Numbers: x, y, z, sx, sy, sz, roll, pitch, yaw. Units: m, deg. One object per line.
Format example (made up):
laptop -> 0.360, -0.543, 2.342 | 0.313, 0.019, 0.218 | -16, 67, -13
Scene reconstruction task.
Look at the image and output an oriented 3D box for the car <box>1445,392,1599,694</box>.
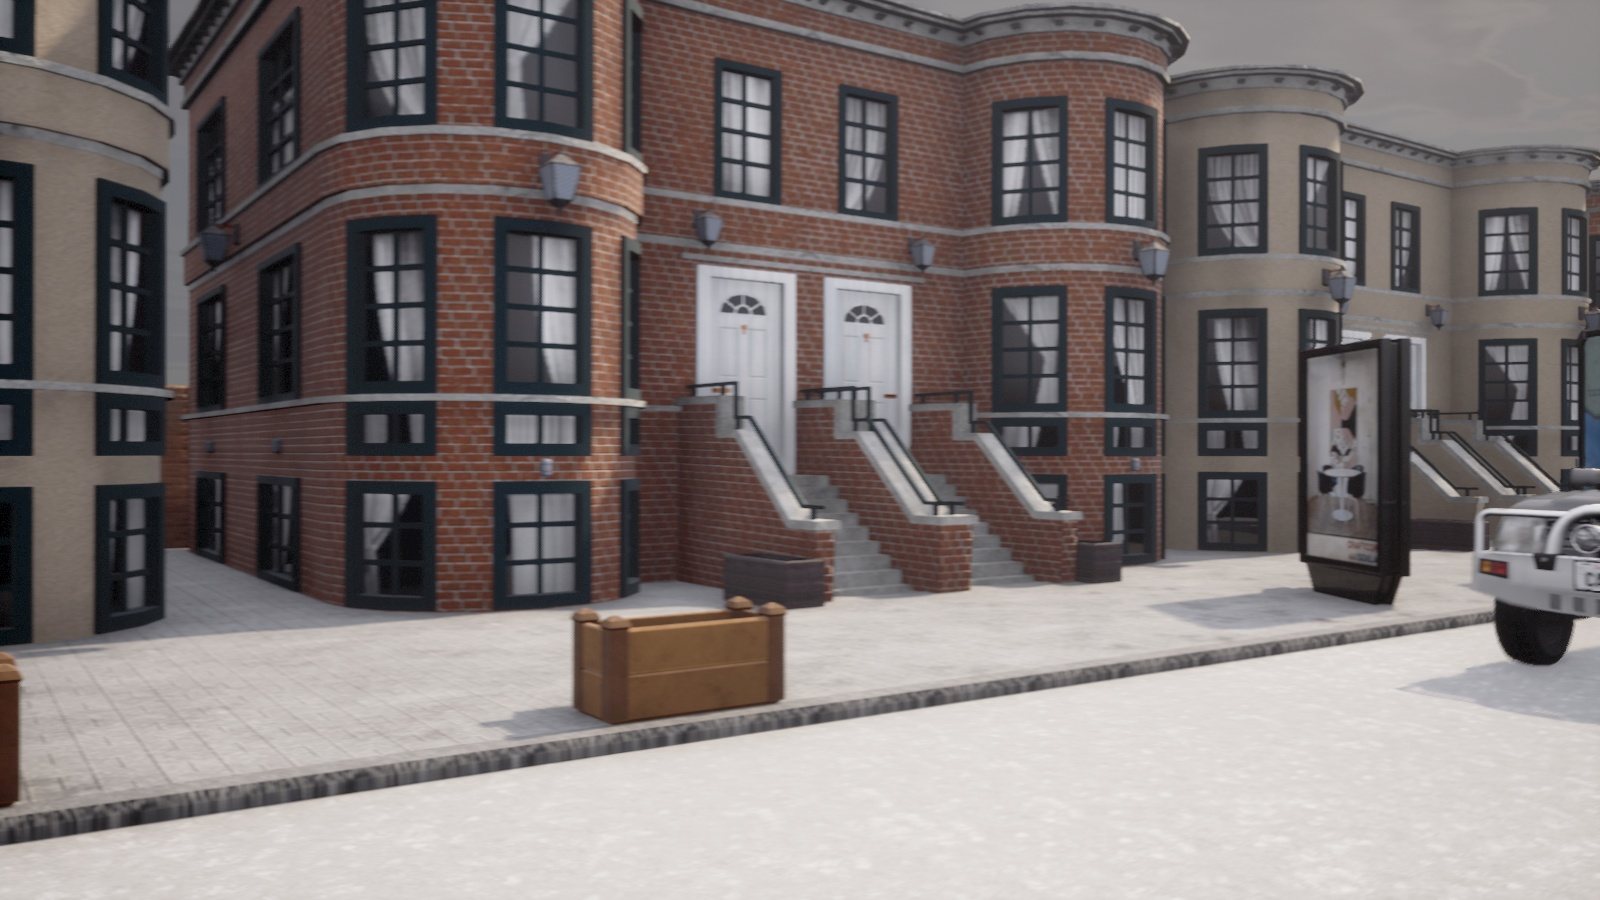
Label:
car -> 6.801, 0.569, 9.002 | 4.605, 1.855, 1.932 | 0, 0, -35
